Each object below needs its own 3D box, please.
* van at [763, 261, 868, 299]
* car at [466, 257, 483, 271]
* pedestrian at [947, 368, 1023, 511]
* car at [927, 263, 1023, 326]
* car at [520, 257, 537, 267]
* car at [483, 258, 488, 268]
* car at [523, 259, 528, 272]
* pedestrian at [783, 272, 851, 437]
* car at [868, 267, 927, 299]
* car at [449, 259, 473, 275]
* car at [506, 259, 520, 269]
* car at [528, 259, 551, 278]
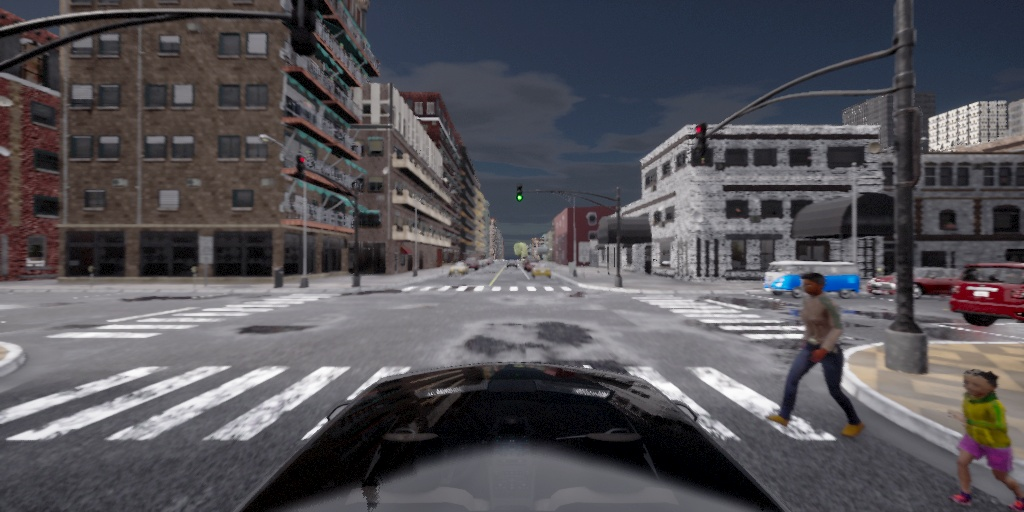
[{"bbox_3d":[14.897,1.166,17.957,3.998,1.789,1.690,0,0,0],"label":"van"},{"bbox_3d":[-5.693,1.106,50.094,2.192,1.841,5.009,0,0,0],"label":"car"},{"bbox_3d":[3.696,1.424,2.781,0.500,1.100,0.500,0,0,0],"label":"pedestrian"},{"bbox_3d":[14.920,1.101,9.577,5.009,1.841,2.192,0,0,0],"label":"car"},{"bbox_3d":[2.688,1.107,50.095,2.192,1.841,5.009,0,0,0],"label":"car"},{"bbox_3d":[-5.693,1.359,61.172,2.007,1.370,4.403,0,0,0],"label":"car"},{"bbox_3d":[2.689,1.367,44.556,1.802,1.307,4.207,0,0,0],"label":"car"},{"bbox_3d":[3.375,1.045,3.984,0.375,1.860,0.375,0,0,0],"label":"pedestrian"},{"bbox_3d":[20.420,1.284,17.970,4.097,1.591,1.967,0,0,0],"label":"car"},{"bbox_3d":[-5.692,1.303,38.845,1.751,1.417,4.829,0,0,0],"label":"car"},{"bbox_3d":[-0.003,1.408,59.896,1.895,1.301,4.718,0,0,0],"label":"car"},{"bbox_3d":[2.689,1.298,33.648,1.751,1.417,4.829,0,0,0],"label":"car"}]
